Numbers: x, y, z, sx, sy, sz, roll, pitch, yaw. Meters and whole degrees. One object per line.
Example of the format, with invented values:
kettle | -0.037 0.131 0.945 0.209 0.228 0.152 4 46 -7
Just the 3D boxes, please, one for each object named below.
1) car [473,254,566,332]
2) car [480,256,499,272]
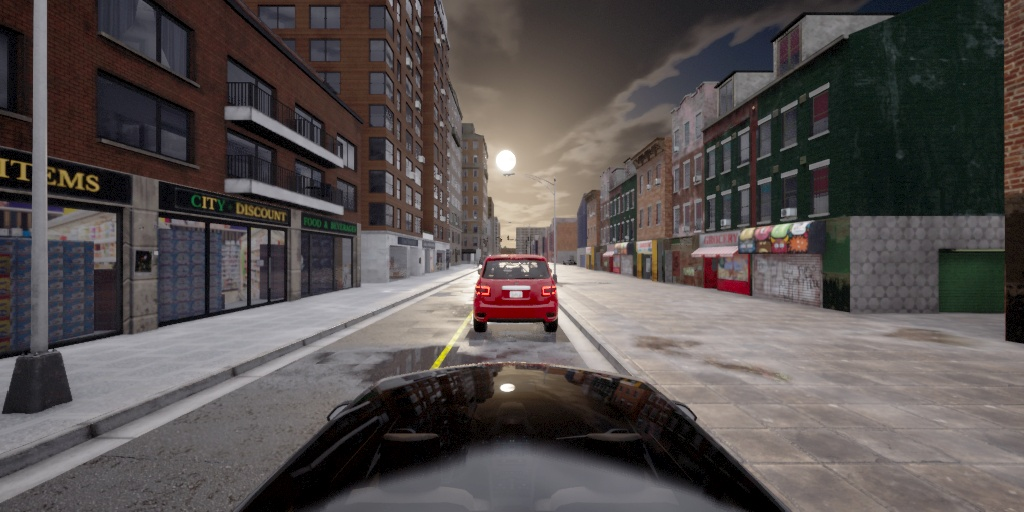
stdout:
car | 0.090 0.972 10.947 2.150 2.045 5.566 0 0 0
car | -2.888 0.970 47.787 2.150 2.045 5.566 0 0 0
